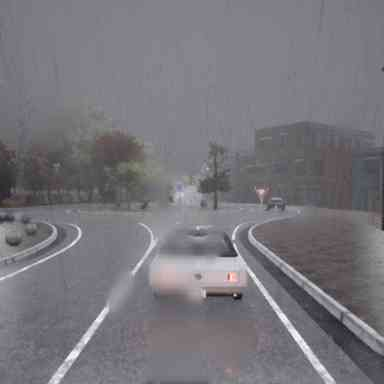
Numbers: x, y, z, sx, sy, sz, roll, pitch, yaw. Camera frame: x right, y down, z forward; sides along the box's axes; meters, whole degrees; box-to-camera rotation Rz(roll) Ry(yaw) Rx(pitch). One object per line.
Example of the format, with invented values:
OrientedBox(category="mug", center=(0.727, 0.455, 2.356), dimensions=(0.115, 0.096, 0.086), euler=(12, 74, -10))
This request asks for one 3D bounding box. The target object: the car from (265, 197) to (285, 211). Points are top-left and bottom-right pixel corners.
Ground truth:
OrientedBox(category="car", center=(9.279, 1.277, 37.076), dimensions=(1.837, 1.490, 4.892), euler=(2, 0, 12))

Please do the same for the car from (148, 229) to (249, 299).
OrientedBox(category="car", center=(0.175, 1.593, 8.371), dimensions=(1.895, 1.301, 4.718), euler=(0, 0, 2))
